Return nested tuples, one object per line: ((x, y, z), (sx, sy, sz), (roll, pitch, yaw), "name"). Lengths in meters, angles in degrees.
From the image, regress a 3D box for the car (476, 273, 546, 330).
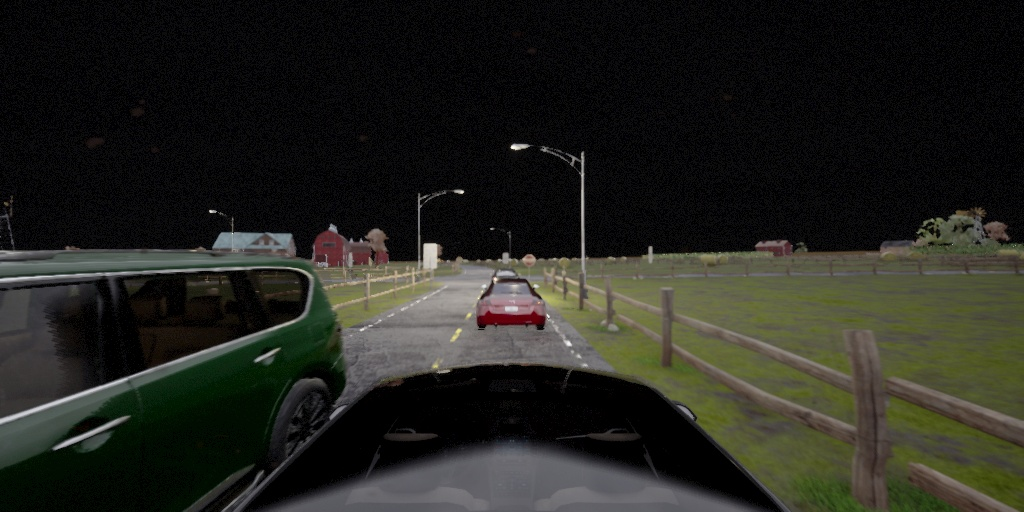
((-0.059, 1.403, 11.580), (1.994, 1.385, 4.181), (0, -1, -1), "car")

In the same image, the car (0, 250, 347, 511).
((-2.860, 0.973, 1.665), (2.150, 2.045, 5.566), (0, -1, 0), "car")

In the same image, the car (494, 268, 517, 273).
((-0.397, 1.465, 21.892), (1.812, 1.442, 4.674), (0, -1, -2), "car")
